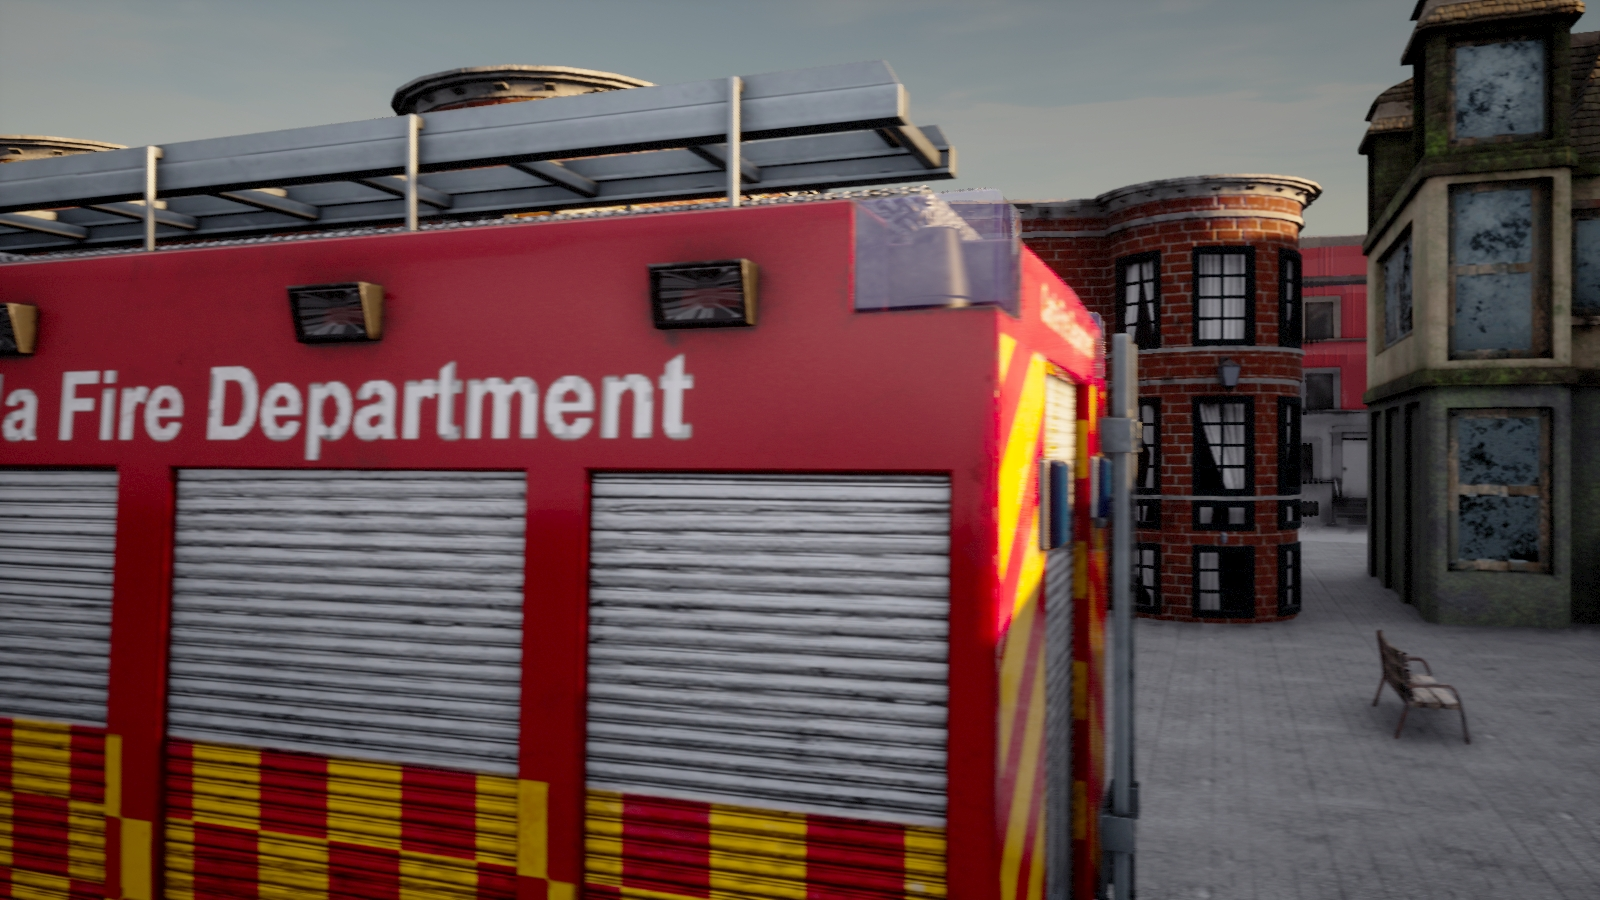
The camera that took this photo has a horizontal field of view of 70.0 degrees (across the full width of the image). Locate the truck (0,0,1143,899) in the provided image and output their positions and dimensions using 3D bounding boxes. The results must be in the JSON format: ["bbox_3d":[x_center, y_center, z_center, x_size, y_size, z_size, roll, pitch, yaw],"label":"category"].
[{"bbox_3d":[-2.999,0.670,4.973,8.468,3.827,2.891,0,0,20],"label":"truck"}]
